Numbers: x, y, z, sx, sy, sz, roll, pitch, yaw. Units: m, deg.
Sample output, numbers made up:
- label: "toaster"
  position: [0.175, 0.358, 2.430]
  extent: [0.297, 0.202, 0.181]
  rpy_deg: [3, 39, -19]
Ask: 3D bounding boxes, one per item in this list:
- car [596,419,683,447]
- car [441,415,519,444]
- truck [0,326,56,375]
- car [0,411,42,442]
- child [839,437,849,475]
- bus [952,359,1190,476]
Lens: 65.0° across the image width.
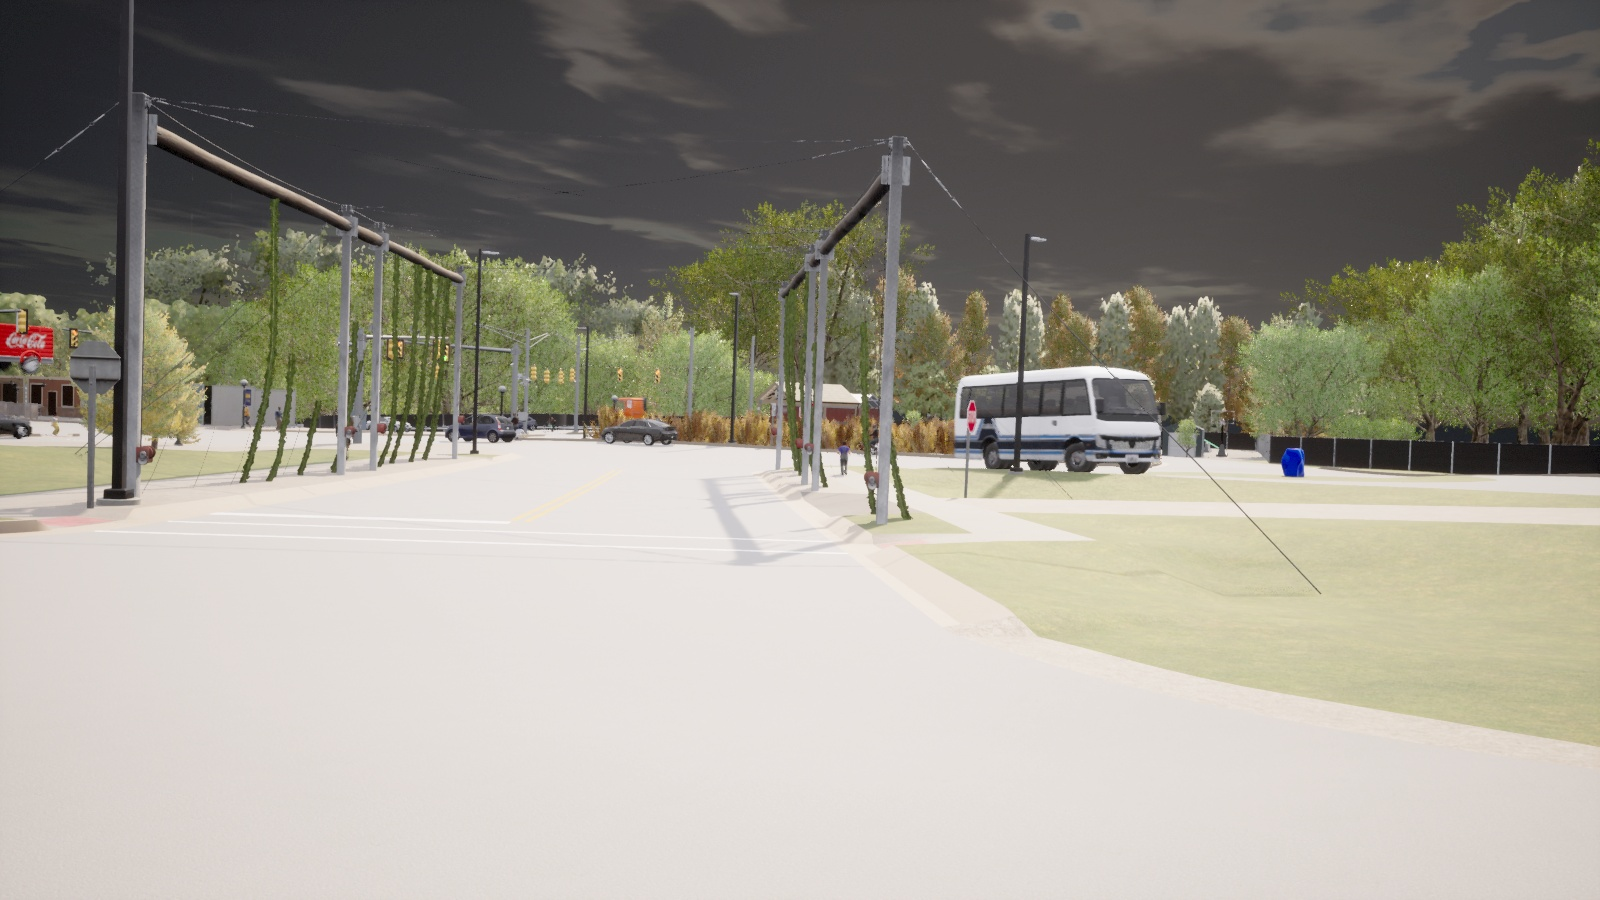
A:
- label: "car"
  position: [-9.355, -1.019, 72.966]
  extent: [4.892, 1.490, 1.837]
  rpy_deg: [2, 3, 31]
- label: "car"
  position: [-18.533, -1.215, 72.725]
  extent: [3.988, 1.617, 1.851]
  rpy_deg: [1, 2, 20]
- label: "truck"
  position: [-43.538, -5.457, 67.822]
  extent: [2.627, 2.467, 5.204]
  rpy_deg: [5, 3, 21]
- label: "car"
  position: [-39.963, -1.174, 61.283]
  extent: [2.128, 1.511, 4.902]
  rpy_deg: [2, 1, 17]
- label: "child"
  position: [1.523, 0.205, 43.298]
  extent: [0.270, 1.263, 0.437]
  rpy_deg: [2, 2, -4]
- label: "bus"
  position: [10.676, -1.208, 51.145]
  extent: [3.944, 4.253, 10.273]
  rpy_deg: [0, 0, -26]
